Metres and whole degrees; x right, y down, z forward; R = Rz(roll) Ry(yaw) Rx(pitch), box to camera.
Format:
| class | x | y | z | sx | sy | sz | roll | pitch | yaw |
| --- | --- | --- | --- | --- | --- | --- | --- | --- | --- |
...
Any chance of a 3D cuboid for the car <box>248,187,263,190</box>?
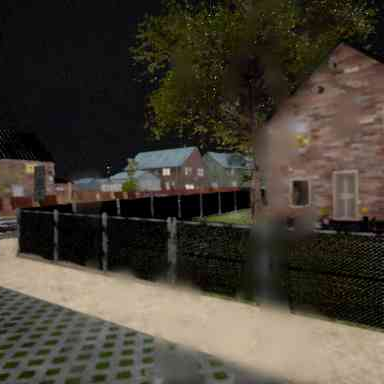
| class | x | y | z | sx | sy | sz | roll | pitch | yaw |
| --- | --- | --- | --- | --- | --- | --- | --- | --- | --- |
| car | 8.774 | 0.025 | 46.806 | 1.882 | 1.535 | 5.008 | -1 | 1 | 36 |

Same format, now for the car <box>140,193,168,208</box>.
| class | x | y | z | sx | sy | sz | roll | pitch | yaw |
| --- | --- | --- | --- | --- | --- | --- | --- | --- | --- |
| car | -3.502 | 0.828 | 29.968 | 2.033 | 1.411 | 5.357 | -1 | 1 | 36 |
